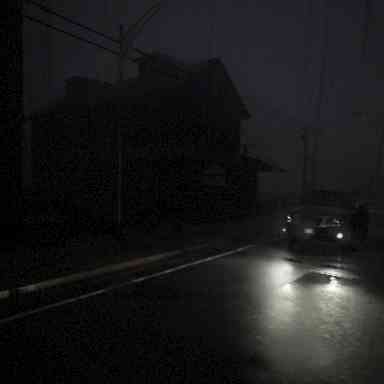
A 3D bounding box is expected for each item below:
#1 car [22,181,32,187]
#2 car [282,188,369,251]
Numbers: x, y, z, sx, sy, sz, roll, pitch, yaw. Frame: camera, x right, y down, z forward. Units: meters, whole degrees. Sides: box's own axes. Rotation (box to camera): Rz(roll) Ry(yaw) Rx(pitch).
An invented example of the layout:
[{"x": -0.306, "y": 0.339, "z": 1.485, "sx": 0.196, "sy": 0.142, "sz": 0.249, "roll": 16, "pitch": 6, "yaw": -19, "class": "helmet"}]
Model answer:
[{"x": -38.507, "y": -1.785, "z": 78.791, "sx": 4.674, "sy": 1.442, "sz": 1.812, "roll": 3, "pitch": 2, "yaw": 37, "class": "car"}, {"x": 5.502, "y": 0.899, "z": 13.209, "sx": 2.150, "sy": 2.045, "sz": 5.566, "roll": 2, "pitch": 2, "yaw": 36, "class": "car"}]
